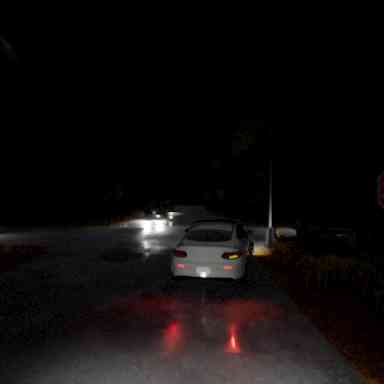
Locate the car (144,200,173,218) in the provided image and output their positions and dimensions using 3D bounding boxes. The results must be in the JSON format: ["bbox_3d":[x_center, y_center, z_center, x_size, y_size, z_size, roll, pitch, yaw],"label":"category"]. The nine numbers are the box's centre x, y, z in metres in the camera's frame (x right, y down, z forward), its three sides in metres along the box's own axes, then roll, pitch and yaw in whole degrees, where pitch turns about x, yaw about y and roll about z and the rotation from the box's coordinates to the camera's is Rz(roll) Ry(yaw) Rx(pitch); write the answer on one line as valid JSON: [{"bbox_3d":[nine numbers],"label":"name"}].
[{"bbox_3d":[-3.186,1.498,30.450,2.128,1.511,4.902,0,-1,0],"label":"car"}]

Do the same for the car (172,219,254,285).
[{"bbox_3d":[0.712,1.497,9.386,1.812,1.442,4.674,0,0,12],"label":"car"}]

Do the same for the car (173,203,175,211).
[{"bbox_3d":[-3.170,1.704,40.715,1.812,1.442,4.674,0,-1,0],"label":"car"}]
